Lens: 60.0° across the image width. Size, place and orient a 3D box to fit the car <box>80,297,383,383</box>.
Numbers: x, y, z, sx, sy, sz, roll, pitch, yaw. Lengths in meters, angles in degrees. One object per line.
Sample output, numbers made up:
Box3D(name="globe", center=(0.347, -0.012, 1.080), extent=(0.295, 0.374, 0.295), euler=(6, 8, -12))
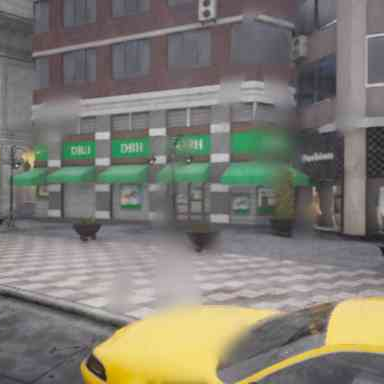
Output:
Box3D(name="car", center=(1.397, 1.459, 2.297), extent=(5.366, 1.575, 1.801), euler=(0, 0, 36))
